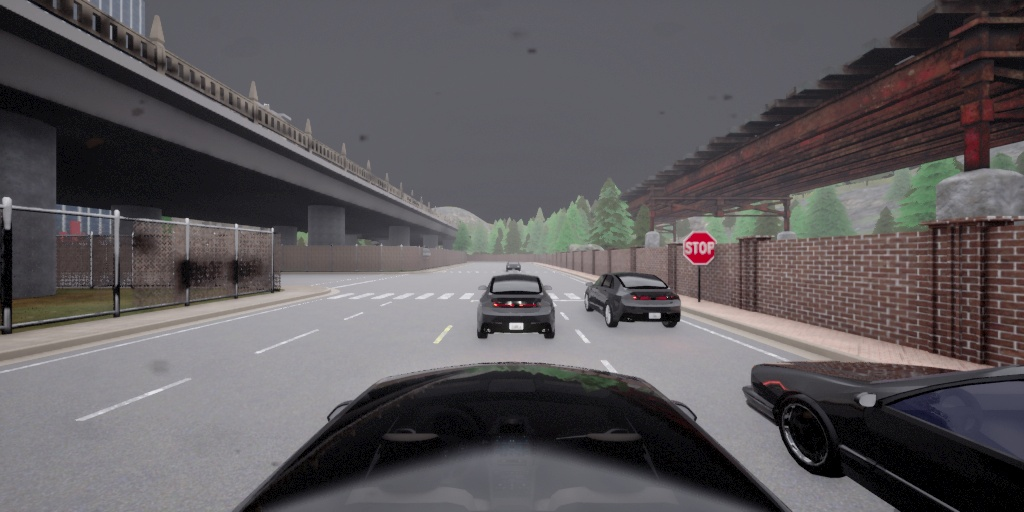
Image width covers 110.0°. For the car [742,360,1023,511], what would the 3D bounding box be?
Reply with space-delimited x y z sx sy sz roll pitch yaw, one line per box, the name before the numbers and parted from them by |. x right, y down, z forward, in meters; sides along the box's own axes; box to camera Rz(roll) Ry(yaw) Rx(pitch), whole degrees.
car | 3.600 1.297 1.687 2.033 1.411 5.357 0 0 0

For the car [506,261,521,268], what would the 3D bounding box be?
car | 0.164 1.351 46.352 1.895 1.301 4.718 0 0 -1

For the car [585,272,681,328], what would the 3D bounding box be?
car | 3.596 1.255 11.433 1.837 1.490 4.892 0 0 0

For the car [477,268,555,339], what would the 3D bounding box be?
car | 0.095 1.255 10.073 1.837 1.490 4.892 0 0 0
